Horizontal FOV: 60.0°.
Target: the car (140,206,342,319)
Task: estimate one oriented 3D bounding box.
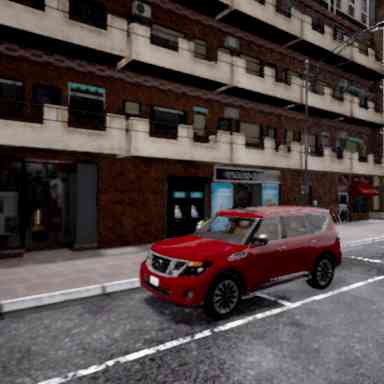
[{"bbox_3d":[1.367,1.288,7.516,5.009,1.841,2.192,0,1,-35],"label":"car"}]
